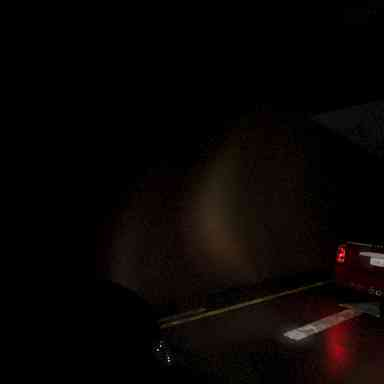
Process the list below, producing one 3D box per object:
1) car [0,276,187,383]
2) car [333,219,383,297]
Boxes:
[{"bbox_3d":[-2.705,1.221,1.856,5.566,2.045,2.150,0,0,-35],"label":"car"},{"bbox_3d":[5.270,1.352,7.540,4.553,1.767,2.097,0,0,-35],"label":"car"}]
